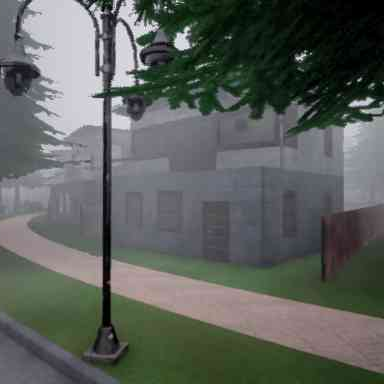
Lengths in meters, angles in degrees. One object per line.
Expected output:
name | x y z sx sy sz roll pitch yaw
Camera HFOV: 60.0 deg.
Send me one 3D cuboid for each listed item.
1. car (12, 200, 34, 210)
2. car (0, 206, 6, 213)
car | -24.372 1.916 49.106 1.882 1.535 5.008 0 -1 3
car | -23.687 1.942 38.868 1.895 1.301 4.718 0 -1 -6
